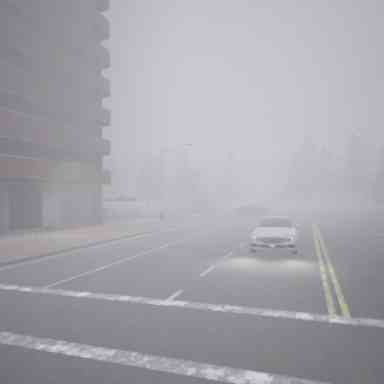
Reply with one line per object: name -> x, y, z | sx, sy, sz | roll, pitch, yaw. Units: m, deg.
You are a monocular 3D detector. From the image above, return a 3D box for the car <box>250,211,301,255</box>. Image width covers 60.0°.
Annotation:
car -> 3.809, 1.782, 14.832 | 1.812, 1.442, 4.674 | -1, -1, 19

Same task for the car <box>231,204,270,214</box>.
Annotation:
car -> 7.810, 2.307, 44.476 | 2.033, 1.411, 5.357 | 0, -1, -45
